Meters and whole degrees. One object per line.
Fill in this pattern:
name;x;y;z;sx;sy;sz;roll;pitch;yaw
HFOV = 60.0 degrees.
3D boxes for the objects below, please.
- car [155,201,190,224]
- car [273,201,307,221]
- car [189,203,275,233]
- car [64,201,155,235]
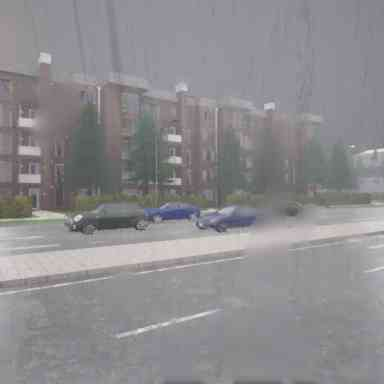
car;-1.649;1.477;25.268;5.008;1.535;1.882;0;0;-34
car;7.314;1.492;27.197;4.902;1.511;2.128;0;0;-34
car;2.421;1.526;19.572;4.674;1.442;1.812;0;0;-34
car;-4.786;1.352;18.876;4.553;1.767;2.097;0;0;-34
